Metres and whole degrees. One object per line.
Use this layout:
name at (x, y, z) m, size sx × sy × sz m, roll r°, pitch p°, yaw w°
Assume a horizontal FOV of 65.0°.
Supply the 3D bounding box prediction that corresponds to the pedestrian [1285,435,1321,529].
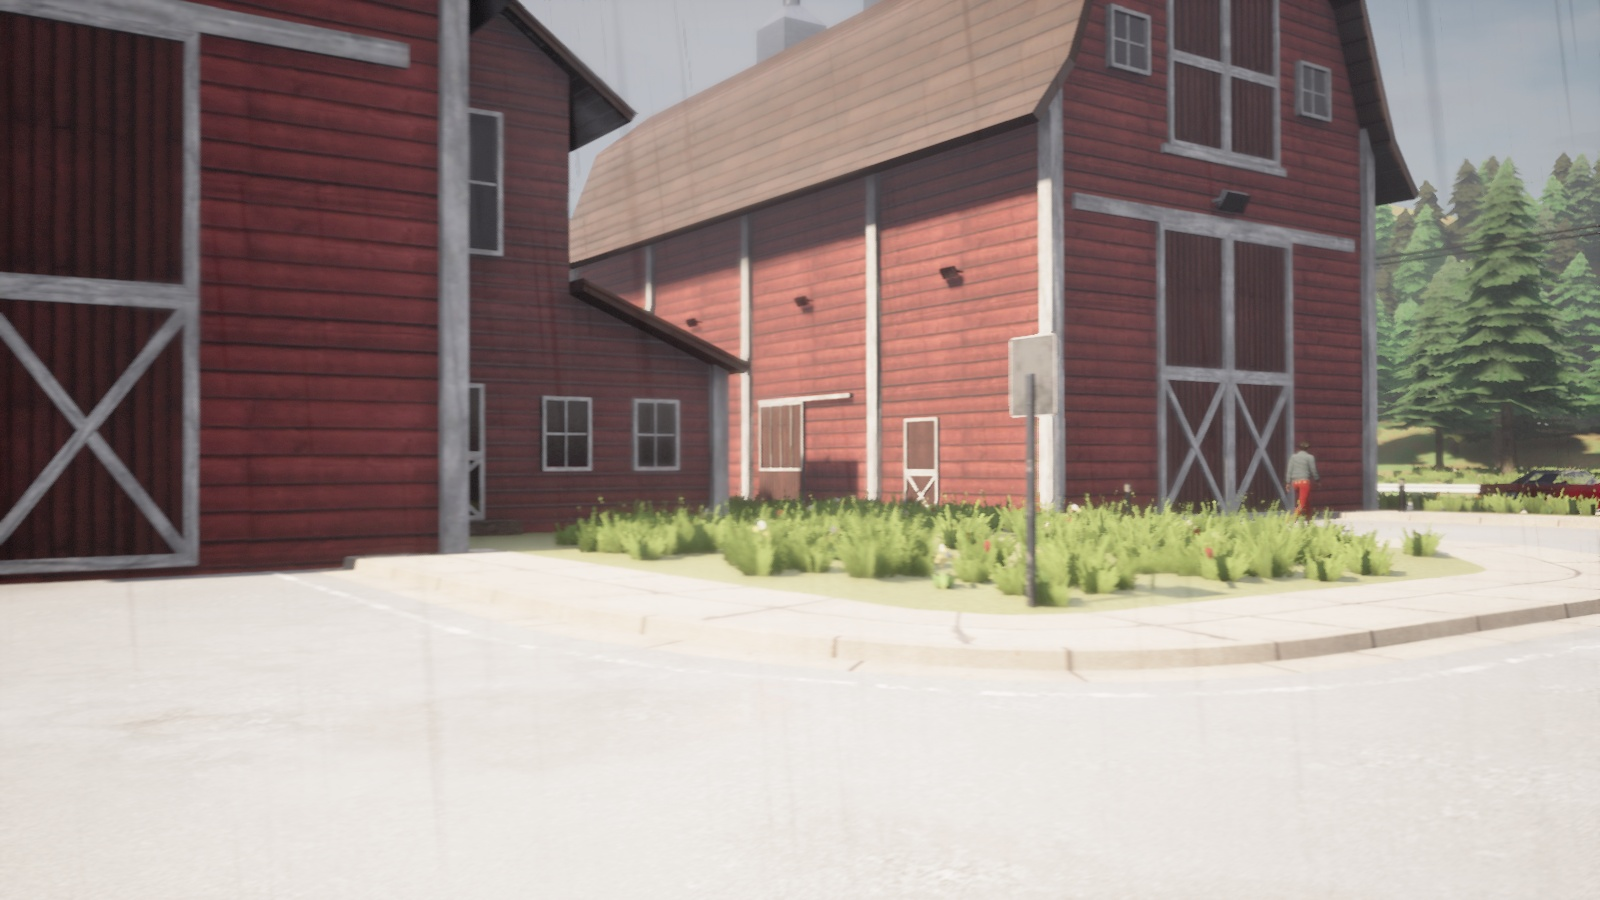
pedestrian at (10.017, 0.629, 25.011) m, size 0.614 × 1.847 × 0.353 m, roll 0°, pitch -1°, yaw -34°

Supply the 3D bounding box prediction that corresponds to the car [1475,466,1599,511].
car at (23.276, 1.144, 37.924) m, size 1.895 × 1.301 × 4.718 m, roll 0°, pitch -1°, yaw -34°
